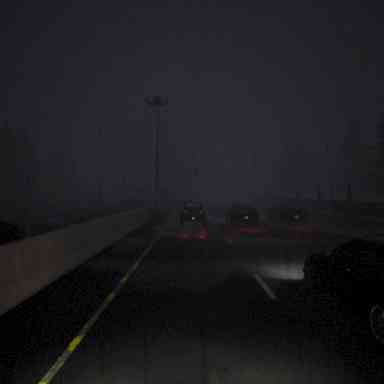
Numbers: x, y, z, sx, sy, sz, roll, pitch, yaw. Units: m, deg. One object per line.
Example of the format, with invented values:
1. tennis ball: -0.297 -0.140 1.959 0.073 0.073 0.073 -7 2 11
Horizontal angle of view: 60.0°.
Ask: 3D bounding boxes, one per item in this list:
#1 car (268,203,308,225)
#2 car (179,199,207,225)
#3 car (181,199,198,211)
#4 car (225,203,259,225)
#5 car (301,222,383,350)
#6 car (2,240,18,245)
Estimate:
1. car: 7.046 1.530 24.954 1.882 1.535 5.008 0 0 -1
2. car: 0.050 1.543 24.583 2.128 1.511 4.902 0 0 -1
3. car: -0.400 1.638 42.830 2.033 1.411 5.357 0 0 -2
4. car: 3.555 1.529 24.336 1.882 1.535 5.008 0 0 -1
5. car: 3.598 1.539 6.076 1.812 1.442 4.674 0 0 0
6. car: -7.090 1.514 10.028 2.128 1.511 4.902 0 0 0
